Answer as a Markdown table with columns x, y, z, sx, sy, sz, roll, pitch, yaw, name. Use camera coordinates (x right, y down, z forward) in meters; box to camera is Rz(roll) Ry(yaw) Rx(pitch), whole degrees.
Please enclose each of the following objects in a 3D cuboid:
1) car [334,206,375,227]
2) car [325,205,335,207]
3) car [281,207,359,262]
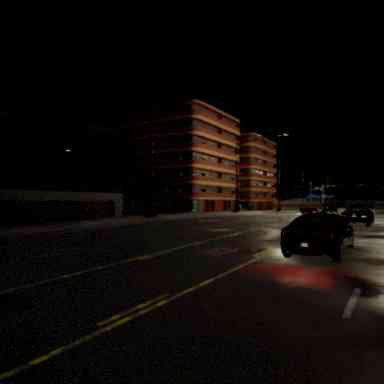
| x | y | z | sx | sy | sz | roll | pitch | yaw | name |
| --- | --- | --- | --- | --- | --- | --- | --- | --- | --- |
| 11.983 | 1.684 | 23.952 | 2.033 | 1.411 | 5.357 | -1 | -1 | 33 | car |
| 22.222 | 2.814 | 53.558 | 1.837 | 1.490 | 4.892 | -1 | -3 | 33 | car |
| 4.910 | 1.541 | 12.654 | 1.882 | 1.535 | 5.008 | -1 | -1 | 33 | car |
